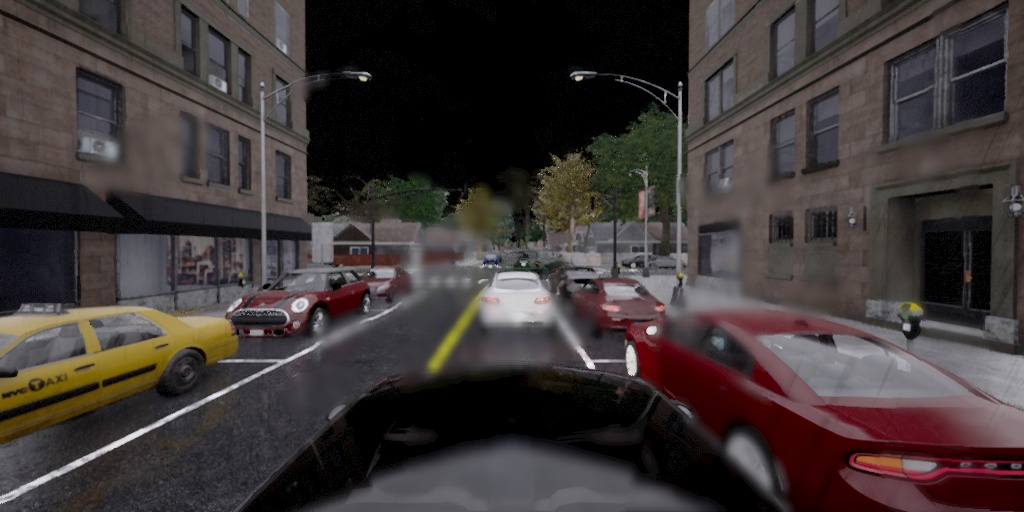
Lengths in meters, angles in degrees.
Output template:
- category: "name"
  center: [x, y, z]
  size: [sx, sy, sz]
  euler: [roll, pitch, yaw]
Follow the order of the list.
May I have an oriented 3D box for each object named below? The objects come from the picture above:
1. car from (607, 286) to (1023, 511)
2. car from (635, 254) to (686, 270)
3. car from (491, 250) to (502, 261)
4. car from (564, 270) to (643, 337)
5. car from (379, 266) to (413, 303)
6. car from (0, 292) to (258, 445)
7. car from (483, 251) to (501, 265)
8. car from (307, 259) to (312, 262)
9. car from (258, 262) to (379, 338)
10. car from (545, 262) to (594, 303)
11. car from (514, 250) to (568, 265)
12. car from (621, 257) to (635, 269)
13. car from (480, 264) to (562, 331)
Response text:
- category: "car"
  center: [2.642, 1.257, 4.025]
  size: [1.888, 1.381, 4.507]
  euler: [0, 0, 0]
- category: "car"
  center: [14.555, 0.671, 34.738]
  size: [4.181, 1.385, 1.994]
  euler: [0, 1, 0]
- category: "car"
  center: [-2.908, 0.016, 61.081]
  size: [2.150, 2.045, 5.566]
  euler: [0, 1, 0]
- category: "car"
  center: [2.655, 1.202, 9.542]
  size: [1.802, 1.307, 4.207]
  euler: [0, 0, 0]
- category: "car"
  center: [-5.358, 1.109, 15.077]
  size: [1.802, 1.307, 4.207]
  euler: [0, 0, 0]
- category: "car"
  center: [-5.384, 1.236, 3.870]
  size: [1.751, 1.417, 4.829]
  euler: [0, 0, 0]
- category: "car"
  center: [-2.968, 0.431, 50.848]
  size: [1.882, 1.535, 5.008]
  euler: [0, 1, 0]
- category: "car"
  center: [-17.240, 0.916, 31.380]
  size: [4.181, 1.385, 1.994]
  euler: [0, 1, 0]
- category: "car"
  center: [-5.371, 1.059, 9.559]
  size: [1.967, 1.591, 4.097]
  euler: [0, 0, 0]
- category: "car"
  center: [2.667, 1.094, 15.060]
  size: [1.948, 1.339, 4.313]
  euler: [0, 0, 0]
- category: "car"
  center: [2.218, 0.566, 25.420]
  size: [2.150, 2.045, 5.566]
  euler: [-1, 1, 33]
- category: "car"
  center: [14.059, 0.560, 37.978]
  size: [4.892, 1.490, 1.837]
  euler: [0, 1, 1]
- category: "car"
  center: [0.122, 1.134, 10.238]
  size: [1.812, 1.442, 4.674]
  euler: [0, 1, -1]
